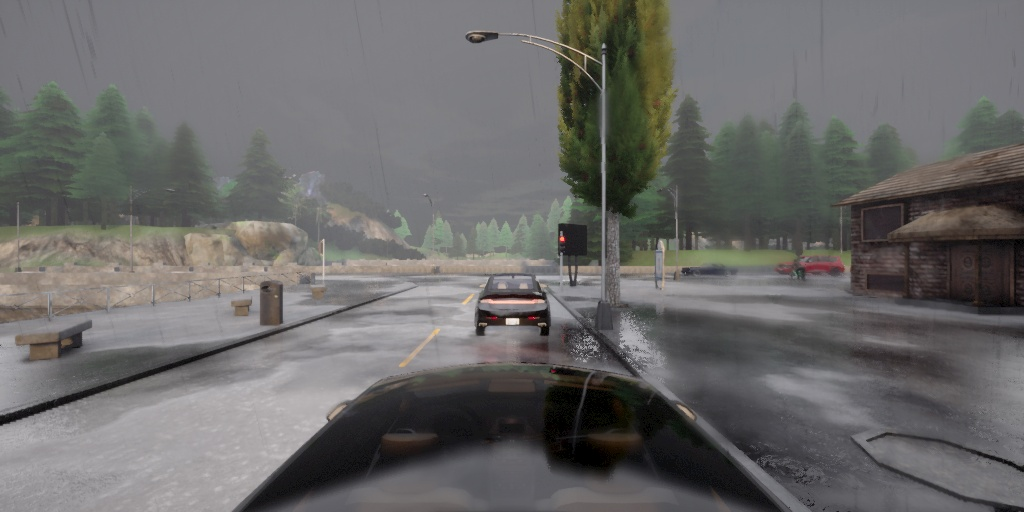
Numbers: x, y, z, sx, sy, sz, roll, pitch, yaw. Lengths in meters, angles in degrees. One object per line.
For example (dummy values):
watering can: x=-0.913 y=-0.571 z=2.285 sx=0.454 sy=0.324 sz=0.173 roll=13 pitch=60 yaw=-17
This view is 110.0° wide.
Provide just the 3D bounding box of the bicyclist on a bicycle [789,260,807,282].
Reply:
bicyclist on a bicycle: x=20.957 y=1.094 z=26.330 sx=0.582 sy=1.620 sz=1.656 roll=-1 pitch=0 yaw=0

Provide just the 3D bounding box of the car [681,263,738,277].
car: x=19.020 y=1.351 z=34.733 sx=4.718 sy=1.301 sz=1.895 roll=0 pitch=0 yaw=0

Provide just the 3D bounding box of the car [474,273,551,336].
car: x=0.031 y=1.241 z=10.386 sx=2.128 sy=1.511 sz=4.902 roll=0 pitch=0 yaw=0

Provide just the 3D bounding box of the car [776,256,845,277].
car: x=28.822 y=0.972 z=34.732 sx=5.566 sy=2.045 sz=2.150 roll=0 pitch=0 yaw=0
